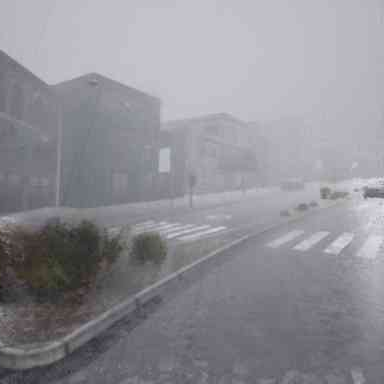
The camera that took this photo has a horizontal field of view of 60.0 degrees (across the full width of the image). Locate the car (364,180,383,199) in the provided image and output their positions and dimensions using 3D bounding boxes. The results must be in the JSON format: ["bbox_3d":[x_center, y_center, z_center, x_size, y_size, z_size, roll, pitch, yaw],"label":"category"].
[{"bbox_3d":[17.456,-0.111,31.398,1.812,1.442,4.674,0,4,35],"label":"car"}]
